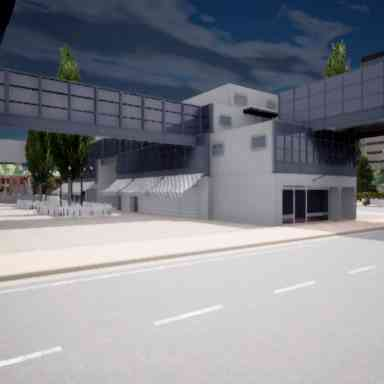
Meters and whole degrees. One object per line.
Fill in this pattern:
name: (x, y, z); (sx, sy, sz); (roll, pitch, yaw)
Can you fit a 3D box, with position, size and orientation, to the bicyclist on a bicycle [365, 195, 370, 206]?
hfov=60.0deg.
bicyclist on a bicycle: (26.722, 1.273, 50.577); (1.656, 1.620, 0.582); (0, 0, -36)
